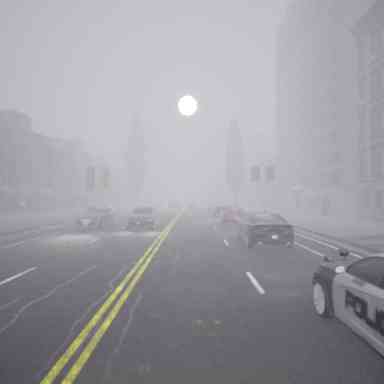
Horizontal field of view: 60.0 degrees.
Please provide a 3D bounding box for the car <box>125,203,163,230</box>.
[{"bbox_3d":[-3.348,1.742,23.105,1.837,1.490,4.892,0,-1,0],"label":"car"}]

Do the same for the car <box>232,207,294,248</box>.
[{"bbox_3d":[3.251,1.632,15.528,1.882,1.535,5.008,0,-1,0],"label":"car"}]

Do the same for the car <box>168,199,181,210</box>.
[{"bbox_3d":[-3.274,2.298,63.552,2.150,2.045,5.566,0,-2,1],"label":"car"}]

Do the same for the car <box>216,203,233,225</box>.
[{"bbox_3d":[3.251,1.845,26.529,1.994,1.385,4.181,0,-1,0],"label":"car"}]

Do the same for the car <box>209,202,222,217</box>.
[{"bbox_3d":[3.251,1.936,37.533,1.882,1.535,5.008,0,-1,0],"label":"car"}]

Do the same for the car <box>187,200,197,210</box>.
[{"bbox_3d":[0.000,2.502,59.123,2.033,1.411,5.357,0,-2,0],"label":"car"}]

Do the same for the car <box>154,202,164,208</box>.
[{"bbox_3d":[-6.530,2.570,63.592,2.128,1.511,4.902,0,-2,1],"label":"car"}]

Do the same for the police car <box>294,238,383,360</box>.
[{"bbox_3d":[3.250,1.473,4.639,1.930,1.638,5.238,0,-1,0],"label":"police car"}]

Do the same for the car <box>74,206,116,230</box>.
[{"bbox_3d":[-6.600,1.728,23.109,2.128,1.511,4.902,0,-1,0],"label":"car"}]

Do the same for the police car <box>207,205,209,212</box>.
[{"bbox_3d":[3.251,2.193,48.535,2.038,1.542,4.974,0,-1,0],"label":"police car"}]
